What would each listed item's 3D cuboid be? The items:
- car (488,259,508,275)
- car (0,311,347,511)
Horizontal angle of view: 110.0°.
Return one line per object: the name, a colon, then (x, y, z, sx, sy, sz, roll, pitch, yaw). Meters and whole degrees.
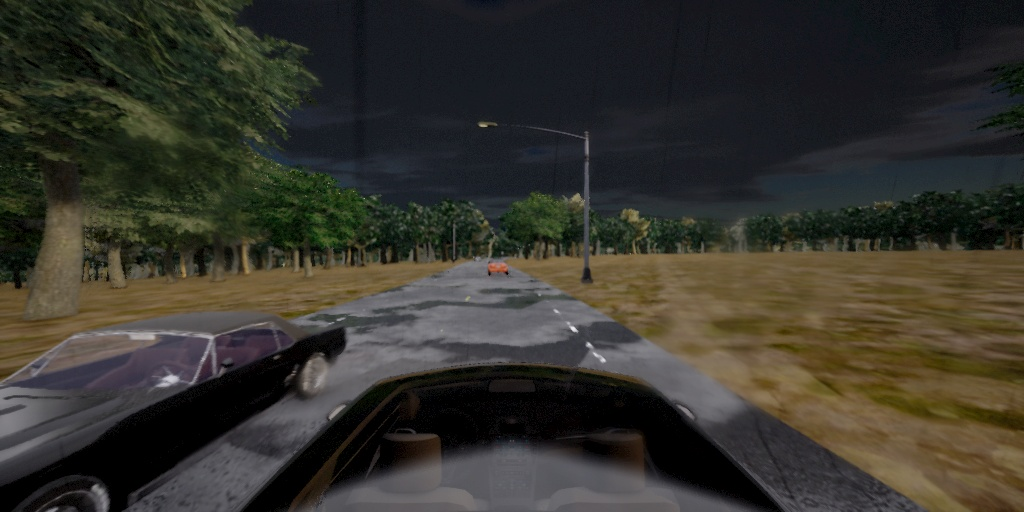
car: (-1.533, 1.063, 38.758, 2.097, 1.767, 4.553, 0, 0, -4)
car: (-3.630, 1.352, 3.657, 1.895, 1.301, 4.718, 0, 0, 0)
